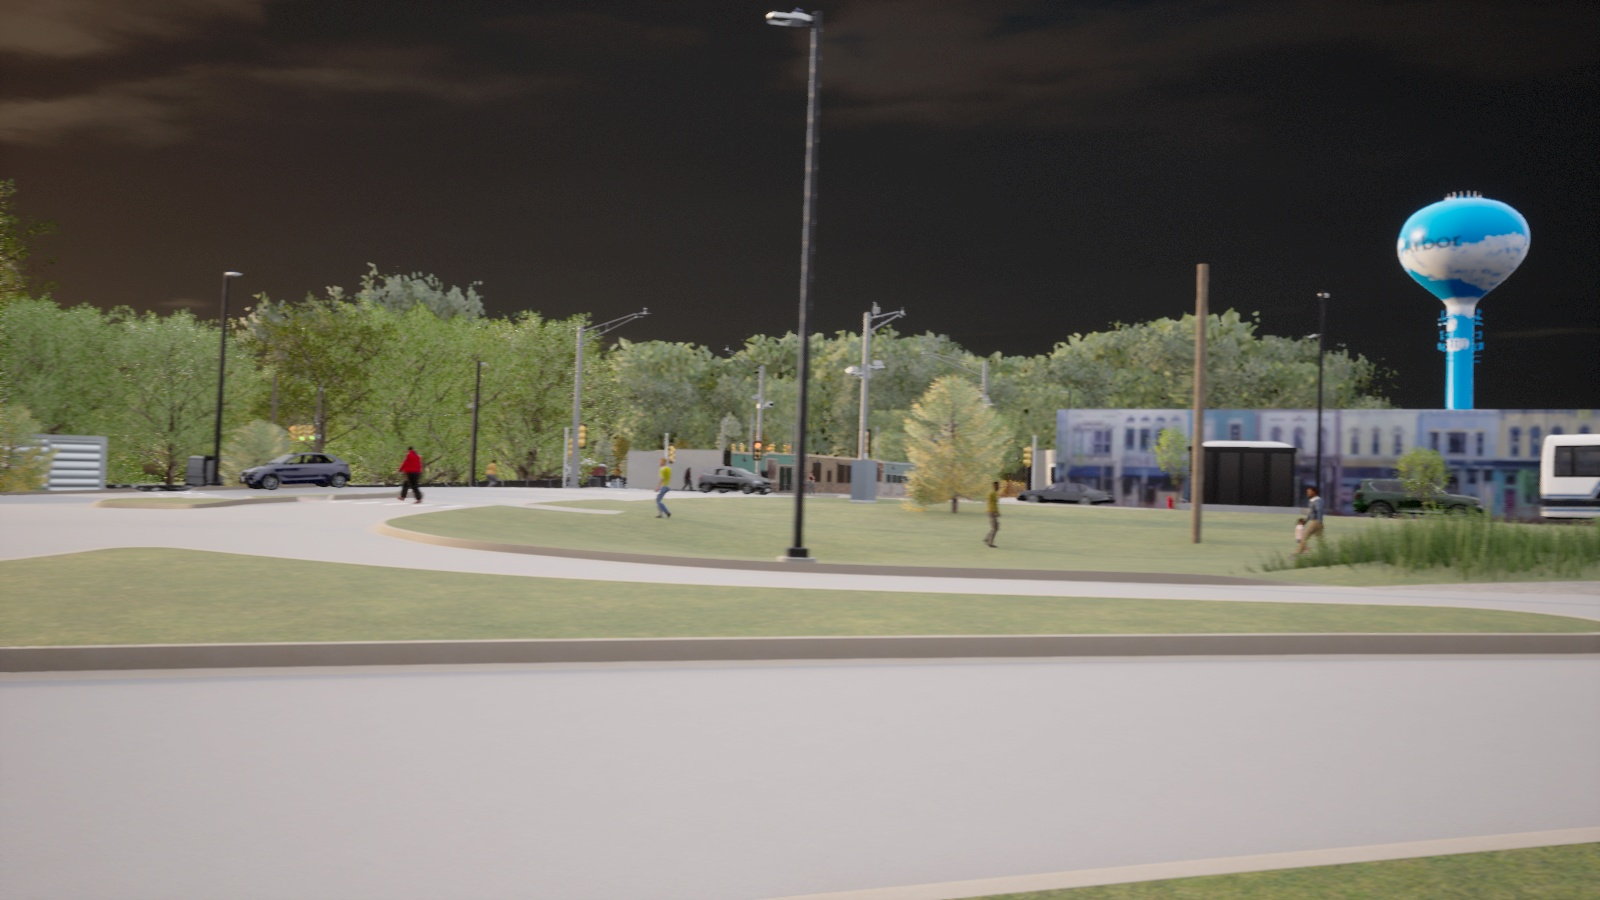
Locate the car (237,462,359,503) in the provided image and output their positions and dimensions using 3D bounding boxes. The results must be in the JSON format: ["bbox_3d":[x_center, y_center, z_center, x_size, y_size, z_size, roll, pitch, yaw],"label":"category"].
[{"bbox_3d":[-20.331,1.294,50.962,4.193,1.474,1.816,-2,1,-44],"label":"car"}]

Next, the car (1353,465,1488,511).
[{"bbox_3d":[29.051,1.786,58.879,5.566,2.045,2.150,0,-2,28],"label":"car"}]

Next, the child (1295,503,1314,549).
[{"bbox_3d":[12.257,1.839,30.514,0.394,1.110,0.255,0,-2,17],"label":"child"}]

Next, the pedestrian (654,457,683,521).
[{"bbox_3d":[-3.786,1.117,36.115,0.706,1.836,0.354,0,-2,20],"label":"pedestrian"}]

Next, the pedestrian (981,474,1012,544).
[{"bbox_3d":[5.269,1.569,33.631,0.709,1.840,0.431,0,-2,26],"label":"pedestrian"}]

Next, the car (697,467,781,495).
[{"bbox_3d":[-3.695,1.876,76.291,4.611,1.667,2.242,0,-2,29],"label":"car"}]

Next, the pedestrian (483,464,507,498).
[{"bbox_3d":[-16.873,1.743,69.503,0.900,1.855,0.874,3,-3,-44],"label":"pedestrian"}]

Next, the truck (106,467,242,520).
[{"bbox_3d":[-42.995,2.954,86.554,2.891,3.462,7.936,0,-1,34],"label":"truck"}]

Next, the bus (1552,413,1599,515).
[{"bbox_3d":[38.098,0.569,53.306,10.273,4.253,3.944,-2,-6,34],"label":"bus"}]

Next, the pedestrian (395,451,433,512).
[{"bbox_3d":[-11.889,0.980,38.691,0.899,1.844,0.634,0,-2,13],"label":"pedestrian"}]

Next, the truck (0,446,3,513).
[{"bbox_3d":[-31.411,1.152,44.428,5.204,2.467,2.627,-2,0,-28],"label":"truck"}]

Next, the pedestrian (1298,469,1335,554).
[{"bbox_3d":[12.133,1.438,29.490,0.788,1.949,0.423,0,-2,24],"label":"pedestrian"}]

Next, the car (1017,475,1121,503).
[{"bbox_3d":[15.121,2.188,70.591,5.357,1.411,2.033,0,-2,28],"label":"car"}]
